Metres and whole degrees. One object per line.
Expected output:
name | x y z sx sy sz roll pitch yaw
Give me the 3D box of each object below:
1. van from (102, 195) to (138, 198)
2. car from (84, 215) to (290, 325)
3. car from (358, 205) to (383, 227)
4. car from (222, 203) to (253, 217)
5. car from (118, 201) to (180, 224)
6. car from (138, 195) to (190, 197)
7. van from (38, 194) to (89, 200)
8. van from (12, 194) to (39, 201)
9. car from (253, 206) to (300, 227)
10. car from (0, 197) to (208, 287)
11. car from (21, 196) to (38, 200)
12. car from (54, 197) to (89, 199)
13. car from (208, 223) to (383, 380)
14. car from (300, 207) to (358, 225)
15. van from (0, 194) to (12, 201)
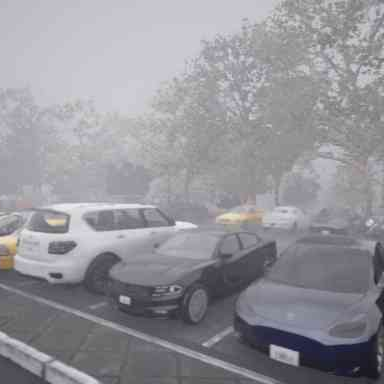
van | -5.537 1.250 28.213 1.878 1.987 4.442 0 0 36
car | 0.313 1.576 7.723 2.097 1.535 5.008 0 0 36
car | 10.134 1.458 16.798 2.185 1.767 4.553 0 0 36
car | 3.369 1.534 21.413 1.946 1.575 5.366 0 0 36
car | -3.277 1.520 26.403 2.163 1.488 4.792 0 0 36
car | -0.996 1.254 24.827 2.435 2.045 5.566 0 0 36
van | -12.289 1.239 32.808 1.878 1.987 4.442 0 0 35
van | -16.663 1.253 36.242 1.878 1.987 4.442 0 0 36
car | 5.722 1.593 19.940 2.002 1.452 4.674 0 0 36
car | -1.923 1.309 9.366 2.435 2.045 5.566 0 0 36
car | -14.481 1.471 34.531 2.097 1.535 5.008 0 0 36
car | -9.977 1.492 31.309 2.163 1.488 4.792 0 0 36
car | 2.544 1.621 6.071 2.163 1.488 4.792 0 0 36
car | 7.953 1.598 18.298 2.163 1.488 4.792 0 0 36
van | -19.046 1.262 37.674 1.878 1.987 4.442 0 0 36
